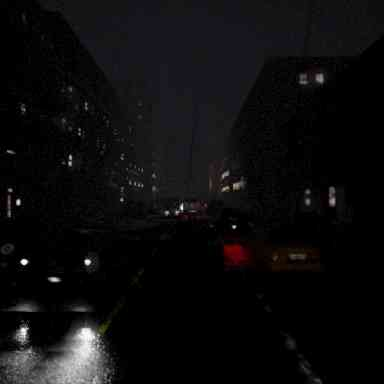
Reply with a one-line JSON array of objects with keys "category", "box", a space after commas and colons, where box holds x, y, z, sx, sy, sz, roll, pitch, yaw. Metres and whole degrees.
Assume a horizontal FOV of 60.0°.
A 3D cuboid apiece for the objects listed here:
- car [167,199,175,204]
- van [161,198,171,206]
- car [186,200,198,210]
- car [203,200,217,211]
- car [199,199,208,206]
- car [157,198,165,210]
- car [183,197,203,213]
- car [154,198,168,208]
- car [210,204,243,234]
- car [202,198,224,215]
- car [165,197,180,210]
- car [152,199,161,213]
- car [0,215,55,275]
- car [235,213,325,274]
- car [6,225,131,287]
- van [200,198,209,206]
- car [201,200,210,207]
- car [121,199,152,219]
[{"category": "car", "box": [-5.683, 2.643, 90.276, 1.802, 1.307, 4.206, 0, -1, 0]}, {"category": "van", "box": [-5.681, 2.175, 73.208, 1.690, 1.788, 3.998, 0, -1, 0]}, {"category": "car", "box": [0.004, 2.113, 55.003, 1.837, 1.490, 4.892, 0, -1, 0]}, {"category": "car", "box": [2.698, 1.994, 50.448, 1.967, 1.590, 4.097, 0, -1, 0]}, {"category": "car", "box": [2.697, 2.452, 78.894, 1.887, 1.381, 4.507, 0, -1, 0]}, {"category": "car", "box": [-5.683, 1.995, 50.451, 1.967, 1.590, 4.097, 0, -1, 0]}, {"category": "car", "box": [0.034, 1.696, 43.395, 2.150, 2.045, 5.566, 0, 0, 1]}, {"category": "car", "box": [-5.682, 2.006, 61.831, 2.192, 1.841, 5.009, 0, -1, 0]}, {"category": "car", "box": [2.357, 1.723, 21.019, 1.837, 1.490, 4.892, 0, -1, 0]}, {"category": "car", "box": [2.698, 1.736, 39.070, 2.192, 1.841, 5.009, 0, -1, 0]}, {"category": "car", "box": [-3.061, 1.808, 53.182, 2.150, 2.045, 5.566, 0, -1, 0]}, {"category": "car", "box": [-5.683, 2.039, 44.759, 2.008, 1.369, 4.403, 0, -1, 0]}, {"category": "car", "box": [-5.683, 1.550, 10.622, 1.967, 1.590, 4.097, 0, -1, 0]}, {"category": "car", "box": [2.697, 1.636, 10.788, 1.752, 1.417, 4.829, 0, -1, 0]}, {"category": "car", "box": [-3.101, 1.701, 9.721, 1.895, 1.301, 4.718, 0, -1, 0]}, {"category": "van", "box": [2.698, 2.175, 73.206, 1.690, 1.788, 3.998, 0, -1, 0]}, {"category": "car", "box": [2.697, 2.344, 67.516, 1.802, 1.307, 4.206, 0, -1, 0]}, {"category": "car", "box": [-5.682, 1.671, 33.382, 2.192, 1.841, 5.009, 0, -1, 0]}]
